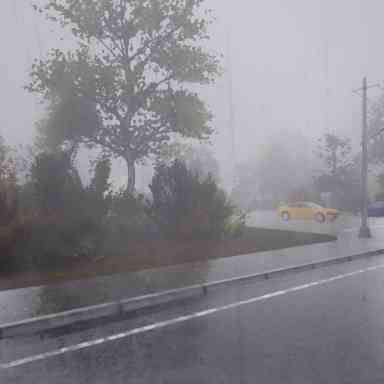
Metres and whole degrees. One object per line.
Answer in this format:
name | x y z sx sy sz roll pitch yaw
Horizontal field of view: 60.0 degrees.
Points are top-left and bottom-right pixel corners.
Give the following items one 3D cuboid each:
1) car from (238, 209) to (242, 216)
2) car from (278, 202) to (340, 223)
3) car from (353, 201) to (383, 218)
car | 2.976 1.584 34.329 2.097 1.767 4.553 0 -1 -43
car | 9.308 1.566 26.838 1.882 1.535 5.008 0 -1 -39
car | 16.652 1.536 28.810 1.882 1.535 5.008 -1 1 -38
